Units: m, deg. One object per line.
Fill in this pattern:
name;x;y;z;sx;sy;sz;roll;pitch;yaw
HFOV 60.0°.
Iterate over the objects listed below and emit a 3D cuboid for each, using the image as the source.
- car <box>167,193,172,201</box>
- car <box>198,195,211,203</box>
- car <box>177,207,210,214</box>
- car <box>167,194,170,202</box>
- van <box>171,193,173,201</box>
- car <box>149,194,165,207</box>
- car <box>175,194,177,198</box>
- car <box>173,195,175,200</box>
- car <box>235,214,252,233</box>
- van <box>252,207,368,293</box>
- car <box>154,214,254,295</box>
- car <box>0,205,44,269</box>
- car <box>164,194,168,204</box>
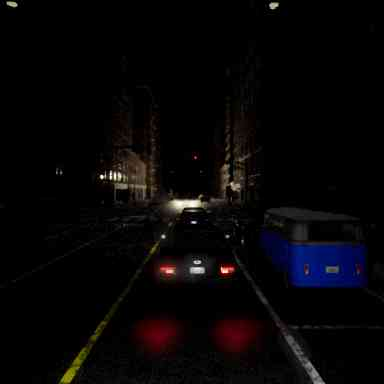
car;-5.709;1.509;68.608;1.887;1.381;4.507;0;0;0
car;2.816;1.404;68.649;1.967;1.590;4.097;0;0;0
car;0.090;1.557;19.200;1.994;1.385;4.181;0;0;0
car;-5.706;1.510;63.157;1.887;1.381;4.507;0;0;0
van;-5.712;1.306;74.059;1.690;1.788;3.998;0;0;0
car;-5.699;1.494;52.086;1.752;1.417;4.829;0;0;0
car;-5.719;1.283;84.961;2.192;1.841;5.009;0;0;0
car;-5.715;1.517;79.510;2.008;1.369;4.403;0;0;0
car;2.848;1.562;14.272;1.947;1.339;4.313;0;0;0
van;2.850;1.340;8.612;1.690;1.788;3.998;0;0;0
car;0.096;1.546;8.881;2.033;1.411;5.357;0;0;0
car;-5.674;1.313;8.567;2.192;1.841;5.009;0;0;0
car;-5.702;1.517;57.706;2.008;1.369;4.403;0;0;0
